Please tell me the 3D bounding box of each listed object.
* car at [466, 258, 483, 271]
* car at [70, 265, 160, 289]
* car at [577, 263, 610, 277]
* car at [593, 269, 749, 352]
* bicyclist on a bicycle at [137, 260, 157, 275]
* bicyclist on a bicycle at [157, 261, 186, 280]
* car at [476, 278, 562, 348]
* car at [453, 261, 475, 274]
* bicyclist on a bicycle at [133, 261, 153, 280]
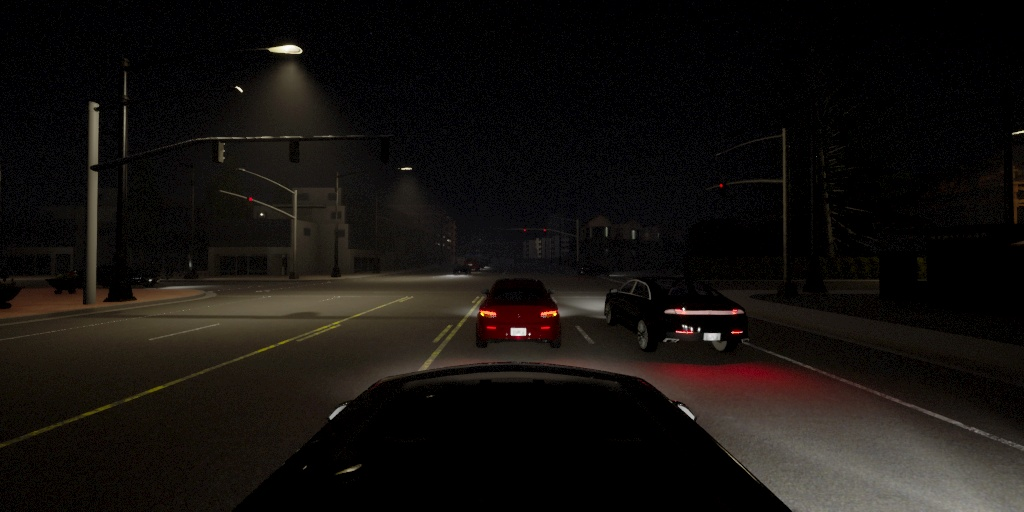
[{"bbox_3d":[-6.387,1.360,57.240,2.150,2.045,5.566,0,0,1],"label":"car"},{"bbox_3d":[-25.857,1.332,23.292,4.892,1.490,1.837,0,-1,1],"label":"car"},{"bbox_3d":[9.115,1.525,39.664,2.128,1.511,4.902,0,-1,45],"label":"car"},{"bbox_3d":[3.655,1.250,8.895,2.128,1.511,4.902,0,0,1],"label":"car"},{"bbox_3d":[-31.225,1.167,31.253,1.656,1.620,0.582,19,7,-25],"label":"bicyclist on a bicycle"},{"bbox_3d":[-29.288,1.231,31.026,1.656,1.620,0.582,1,-1,-22],"label":"bicyclist on a bicycle"},{"bbox_3d":[0.165,1.288,9.140,1.812,1.442,4.674,0,0,1],"label":"car"},{"bbox_3d":[-6.536,1.695,47.279,1.895,1.301,4.718,0,0,2],"label":"car"},{"bbox_3d":[-32.652,1.245,31.746,1.656,1.620,0.582,0,0,19],"label":"bicyclist on a bicycle"}]
